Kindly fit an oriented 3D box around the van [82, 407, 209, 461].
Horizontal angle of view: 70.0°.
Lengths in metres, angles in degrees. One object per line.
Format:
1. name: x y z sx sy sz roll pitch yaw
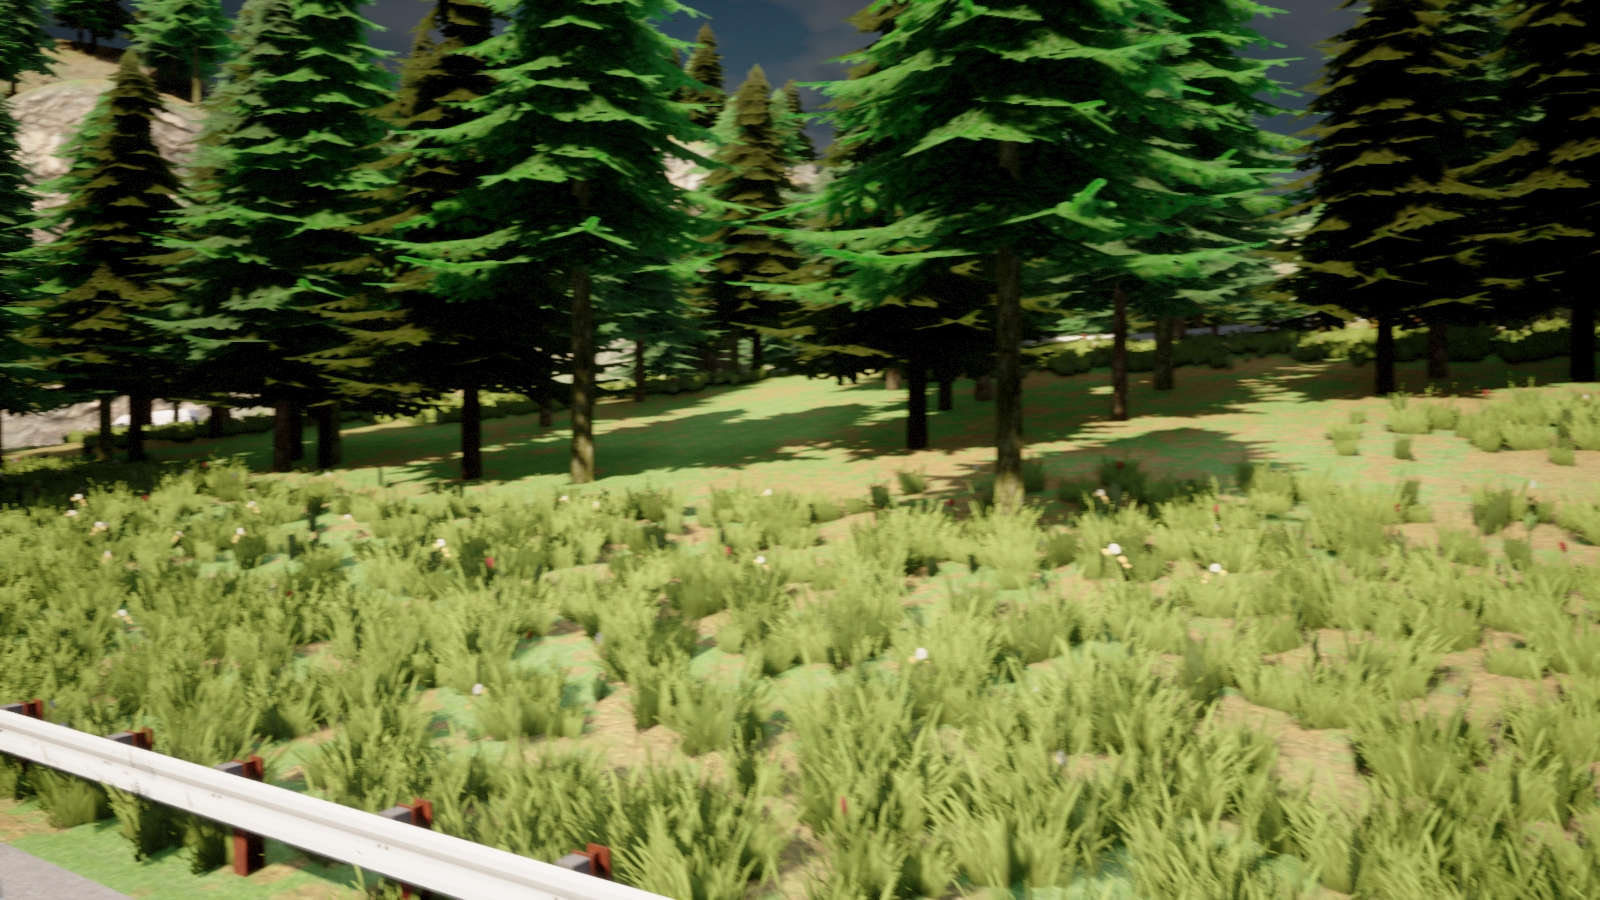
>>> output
1. van: -38.221 -0.928 66.838 5.915 2.561 1.988 -6 2 -7
